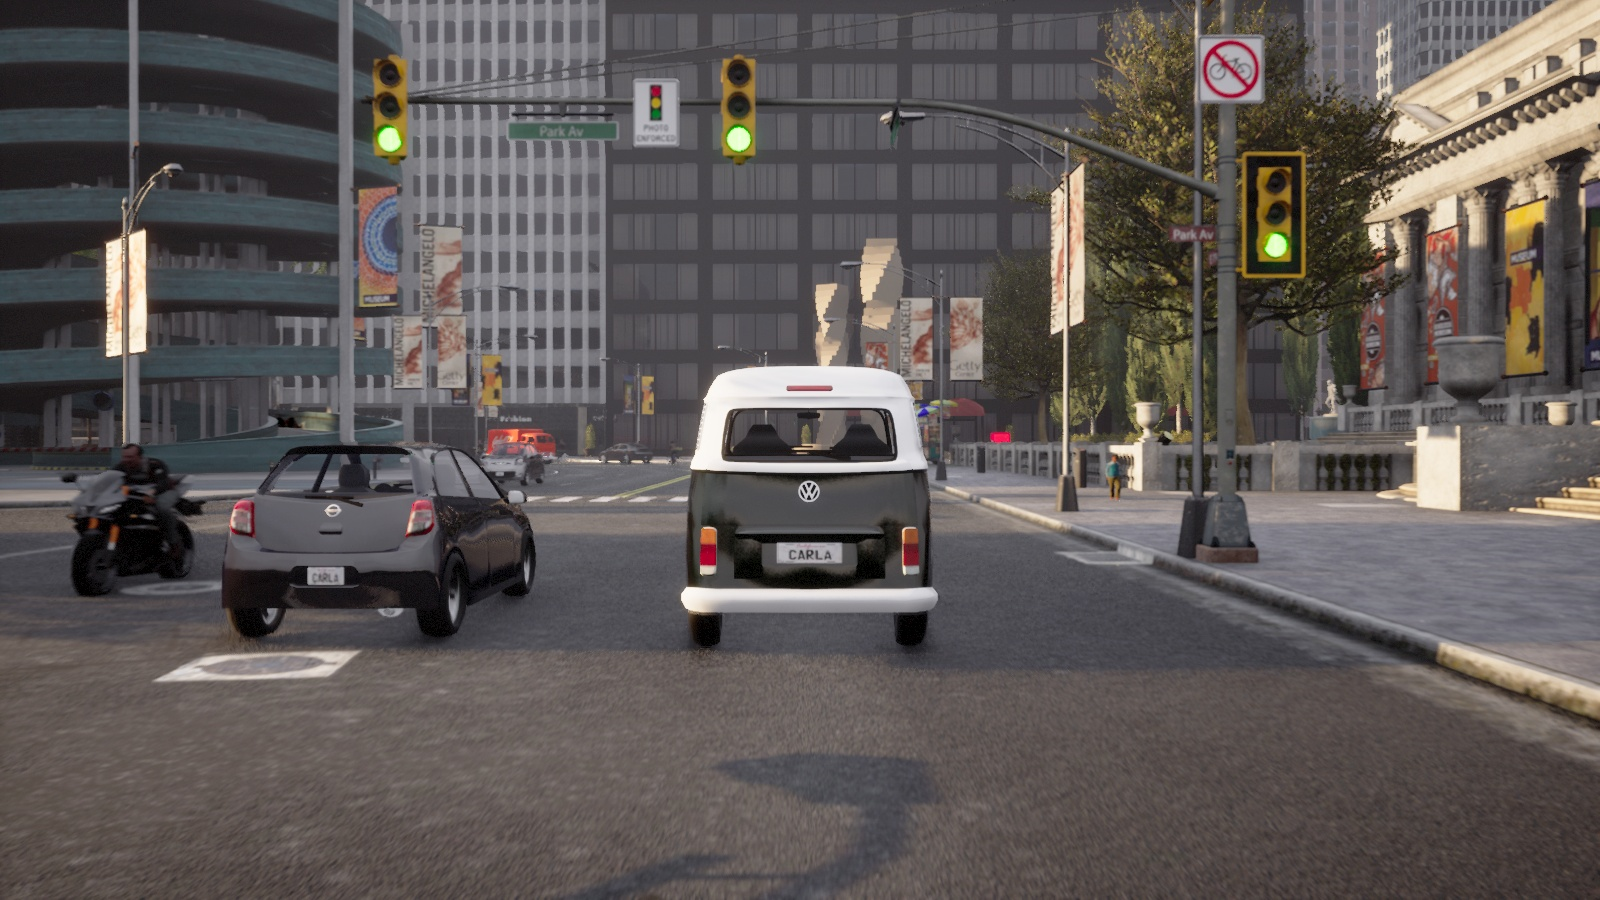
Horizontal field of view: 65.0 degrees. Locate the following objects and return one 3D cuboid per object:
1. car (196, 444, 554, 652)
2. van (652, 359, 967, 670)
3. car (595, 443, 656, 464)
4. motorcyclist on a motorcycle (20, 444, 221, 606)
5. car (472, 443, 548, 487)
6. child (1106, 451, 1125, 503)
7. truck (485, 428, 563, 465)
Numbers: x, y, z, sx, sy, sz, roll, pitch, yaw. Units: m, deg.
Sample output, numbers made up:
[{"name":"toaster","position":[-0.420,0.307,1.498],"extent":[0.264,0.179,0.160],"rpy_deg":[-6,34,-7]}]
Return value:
[{"name":"car","position":[-3.423,0.697,10.874],"extent":[1.845,1.501,3.633],"rpy_deg":[0,0,0]},{"name":"van","position":[0.075,0.411,10.494],"extent":[2.069,2.038,4.480],"rpy_deg":[0,0,0]},{"name":"car","position":[-12.529,0.239,89.768],"extent":[1.837,1.490,4.892],"rpy_deg":[0,0,-43]},{"name":"motorcyclist on a motorcycle","position":[-6.911,0.704,12.934],"extent":[0.866,1.530,2.191],"rpy_deg":[0,0,0]},{"name":"car","position":[-10.236,0.503,44.565],"extent":[1.845,1.501,3.633],"rpy_deg":[0,0,0]},{"name":"child","position":[7.359,0.625,29.281],"extent":[0.343,1.192,0.448],"rpy_deg":[0,0,1]},{"name":"truck","position":[-18.958,-0.238,86.249],"extent":[5.204,2.467,2.627],"rpy_deg":[0,0,41]}]
